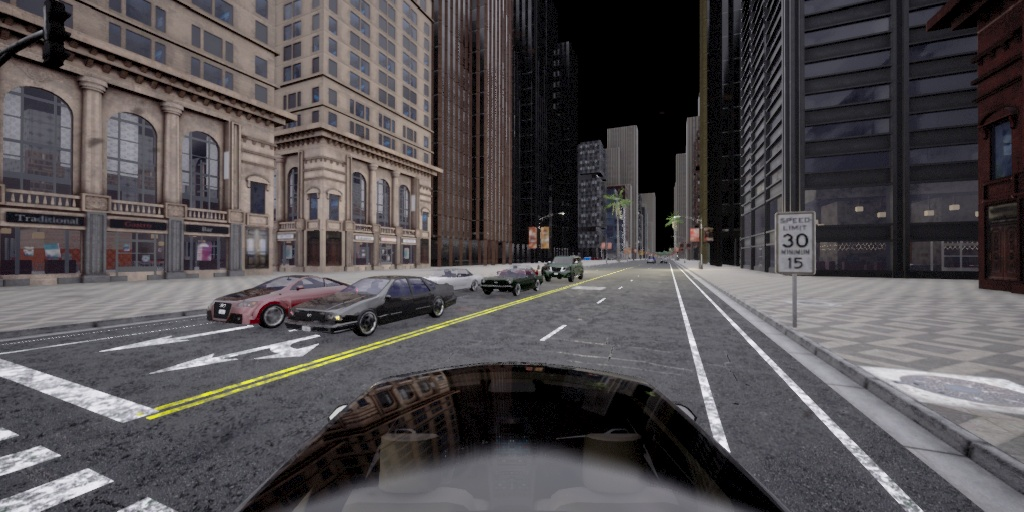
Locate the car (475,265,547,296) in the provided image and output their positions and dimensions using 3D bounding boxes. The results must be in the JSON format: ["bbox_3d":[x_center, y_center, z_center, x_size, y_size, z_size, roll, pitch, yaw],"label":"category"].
[{"bbox_3d":[0.105,1.357,19.562,1.895,1.301,4.718,0,0,24],"label":"car"}]

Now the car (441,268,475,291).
[{"bbox_3d":[-3.481,1.357,19.468,1.895,1.301,4.718,0,0,24],"label":"car"}]

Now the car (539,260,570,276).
[{"bbox_3d":[4.601,1.250,37.946,1.882,1.535,5.008,0,0,24],"label":"car"}]

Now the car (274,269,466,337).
[{"bbox_3d":[-3.721,1.299,10.770,2.033,1.411,5.357,0,0,24],"label":"car"}]

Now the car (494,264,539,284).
[{"bbox_3d":[0.495,1.364,28.602,1.895,1.301,4.718,0,0,24],"label":"car"}]

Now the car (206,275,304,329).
[{"bbox_3d":[-6.972,1.316,11.433,1.994,1.385,4.181,0,0,24],"label":"car"}]

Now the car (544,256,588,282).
[{"bbox_3d":[4.376,0.986,29.369,2.150,2.045,5.566,0,0,23],"label":"car"}]
